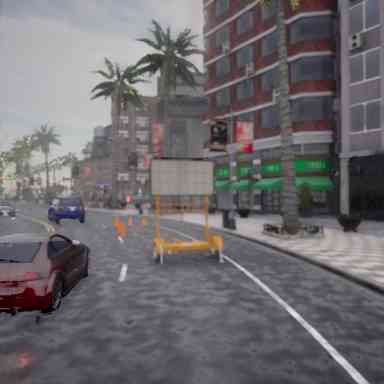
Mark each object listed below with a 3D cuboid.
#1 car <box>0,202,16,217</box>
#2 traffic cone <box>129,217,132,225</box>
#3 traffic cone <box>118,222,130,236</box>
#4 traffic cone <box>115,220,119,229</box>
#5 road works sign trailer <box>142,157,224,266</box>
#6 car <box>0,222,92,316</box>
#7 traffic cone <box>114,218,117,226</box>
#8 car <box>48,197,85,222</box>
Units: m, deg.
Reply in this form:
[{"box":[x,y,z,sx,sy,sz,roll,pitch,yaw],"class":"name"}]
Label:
[{"box":[-19.609,1.831,34.662,2.128,1.511,4.902,0,-1,-35],"class":"car"},{"box":[-4.511,2.151,24.401,0.340,0.580,0.340,0,0,-16],"class":"traffic cone"},{"box":[-3.774,2.104,18.363,0.340,0.580,0.340,0,0,-16],"class":"traffic cone"},{"box":[-4.340,2.121,20.282,0.340,0.580,0.340,0,0,-16],"class":"traffic cone"},{"box":[-0.376,0.553,12.080,2.380,3.560,2.880,0,0,-16],"class":"road works sign trailer"},{"box":[-3.673,1.637,7.723,1.994,1.385,4.181,0,0,-5],"class":"car"},{"box":[-4.905,2.137,22.200,0.340,0.580,0.340,0,0,-16],"class":"traffic cone"},{"box":[-10.438,1.466,27.475,2.150,2.045,5.566,0,-1,-31],"class":"car"}]
